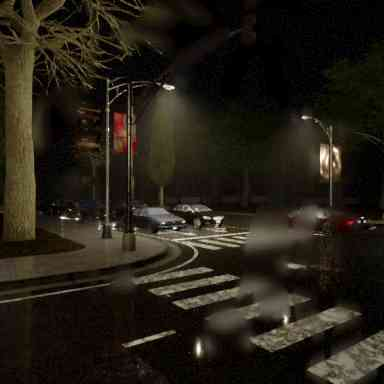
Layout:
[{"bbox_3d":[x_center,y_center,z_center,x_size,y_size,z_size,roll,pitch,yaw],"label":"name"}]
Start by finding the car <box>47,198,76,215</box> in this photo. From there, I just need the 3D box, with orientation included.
[{"bbox_3d":[-13.966,1.675,36.221,1.837,1.490,4.892,0,-1,-36],"label":"car"}]

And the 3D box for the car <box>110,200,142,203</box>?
[{"bbox_3d":[-5.255,1.474,29.761,2.097,1.767,4.553,0,0,-36],"label":"car"}]

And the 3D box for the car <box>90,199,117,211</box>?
[{"bbox_3d":[-11.990,1.735,44.891,1.837,1.490,4.892,0,-1,-36],"label":"car"}]

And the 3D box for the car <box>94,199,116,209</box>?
[{"bbox_3d":[-13.931,1.824,52.967,1.812,1.442,4.674,0,-1,-36],"label":"car"}]

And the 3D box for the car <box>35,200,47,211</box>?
[{"bbox_3d":[-19.899,1.805,44.452,1.994,1.385,4.181,0,0,-36],"label":"car"}]

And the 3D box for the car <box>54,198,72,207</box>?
[{"bbox_3d":[-23.629,1.879,60.893,1.882,1.535,5.008,0,-1,-36],"label":"car"}]

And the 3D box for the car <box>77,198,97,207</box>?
[{"bbox_3d":[-18.807,1.850,59.625,1.882,1.535,5.008,0,-1,-36],"label":"car"}]

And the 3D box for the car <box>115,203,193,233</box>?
[{"bbox_3d":[-2.509,1.614,20.450,2.033,1.411,5.357,0,0,-36],"label":"car"}]

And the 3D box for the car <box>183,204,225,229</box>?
[{"bbox_3d":[0.166,1.568,22.319,2.128,1.511,4.902,0,0,-36],"label":"car"}]

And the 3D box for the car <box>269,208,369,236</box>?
[{"bbox_3d":[6.963,1.591,18.809,2.033,1.411,5.357,0,-1,-36],"label":"car"}]

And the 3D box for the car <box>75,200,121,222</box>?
[{"bbox_3d":[-7.941,1.677,27.926,1.994,1.385,4.181,0,0,-36],"label":"car"}]

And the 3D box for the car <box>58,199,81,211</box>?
[{"bbox_3d":[-17.081,1.774,46.099,1.812,1.442,4.674,0,-1,-36],"label":"car"}]

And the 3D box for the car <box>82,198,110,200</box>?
[{"bbox_3d":[-11.161,1.742,37.893,1.994,1.385,4.181,0,0,-36],"label":"car"}]
